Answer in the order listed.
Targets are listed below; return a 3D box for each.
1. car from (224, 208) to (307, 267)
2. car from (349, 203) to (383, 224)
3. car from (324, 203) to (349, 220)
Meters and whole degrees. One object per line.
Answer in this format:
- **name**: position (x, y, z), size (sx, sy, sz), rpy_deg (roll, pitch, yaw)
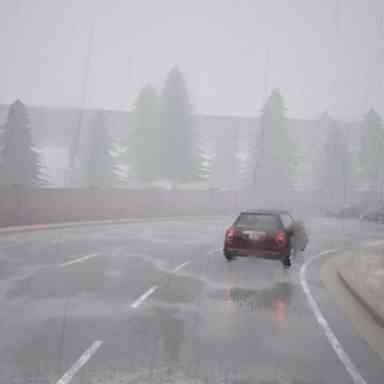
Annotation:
- **car**: position (2.815, 1.397, 12.022), size (2.097, 1.767, 4.553), rpy_deg (1, 0, 26)
- **car**: position (15.317, 1.658, 25.948), size (4.902, 1.511, 2.128), rpy_deg (0, 0, -12)
- **car**: position (14.009, 1.689, 29.243), size (4.674, 1.442, 1.812), rpy_deg (0, 0, -12)
